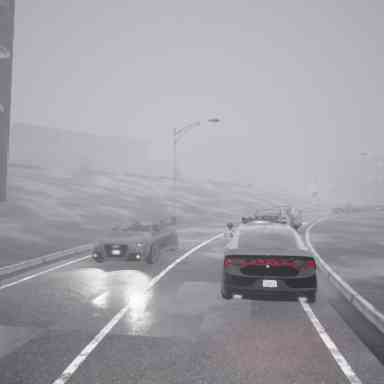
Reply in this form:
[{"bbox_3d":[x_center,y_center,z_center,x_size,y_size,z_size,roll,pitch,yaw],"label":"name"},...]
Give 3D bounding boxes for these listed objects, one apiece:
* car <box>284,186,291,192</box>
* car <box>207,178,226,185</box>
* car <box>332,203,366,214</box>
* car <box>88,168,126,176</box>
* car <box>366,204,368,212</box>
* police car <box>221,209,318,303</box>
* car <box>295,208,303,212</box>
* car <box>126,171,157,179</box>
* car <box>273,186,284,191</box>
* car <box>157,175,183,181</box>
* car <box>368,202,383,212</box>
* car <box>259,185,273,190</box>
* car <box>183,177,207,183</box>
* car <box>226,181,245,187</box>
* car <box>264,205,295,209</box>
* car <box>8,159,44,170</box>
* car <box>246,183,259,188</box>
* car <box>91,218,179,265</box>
[{"bbox_3d":[23.049,-0.422,83.999,2.435,2.045,5.566,-4,-6,41],"label":"car"},{"bbox_3d":[3.775,-1.819,63.869,4.553,1.767,2.185,4,-6,-42],"label":"car"},{"bbox_3d":[19.697,2.148,42.054,4.718,1.301,1.895,1,-4,-40],"label":"car"},{"bbox_3d":[-12.974,-2.710,49.425,4.892,1.521,2.231,3,-5,-39],"label":"car"},{"bbox_3d":[26.075,2.486,51.816,5.357,1.411,2.033,1,-4,-38],"label":"car"},{"bbox_3d":[1.839,1.452,8.516,1.930,1.638,5.238,-1,0,10],"label":"police car"},{"bbox_3d":[6.400,1.680,22.943,1.837,1.490,4.892,-2,-1,25],"label":"car"},{"bbox_3d":[-8.690,-2.482,52.898,4.892,1.521,2.231,3,-5,-39],"label":"car"},{"bbox_3d":[19.341,-0.644,79.793,2.185,1.767,4.553,-4,-6,42],"label":"car"},{"bbox_3d":[-4.451,-2.189,56.466,4.674,1.452,2.002,3,-5,-40],"label":"car"},{"bbox_3d":[28.555,2.274,49.319,4.674,1.442,1.812,1,-4,-38],"label":"car"},{"bbox_3d":[15.540,-0.839,75.635,2.231,1.521,4.892,-4,-6,44],"label":"car"},{"bbox_3d":[-0.290,-1.964,60.129,5.008,1.535,2.097,4,-5,-41],"label":"car"},{"bbox_3d":[7.897,-1.377,67.825,4.792,1.488,2.163,4,-6,-44],"label":"car"},{"bbox_3d":[4.228,1.613,17.642,1.837,1.490,4.892,-1,-1,19],"label":"car"},{"bbox_3d":[-21.476,-3.264,42.559,4.553,1.767,2.185,3,-5,-39],"label":"car"},{"bbox_3d":[11.795,-1.085,71.722,2.002,1.452,4.674,-4,-6,45],"label":"car"},{"bbox_3d":[-1.881,1.671,12.108,1.994,1.385,4.181,-1,-1,13],"label":"car"}]
